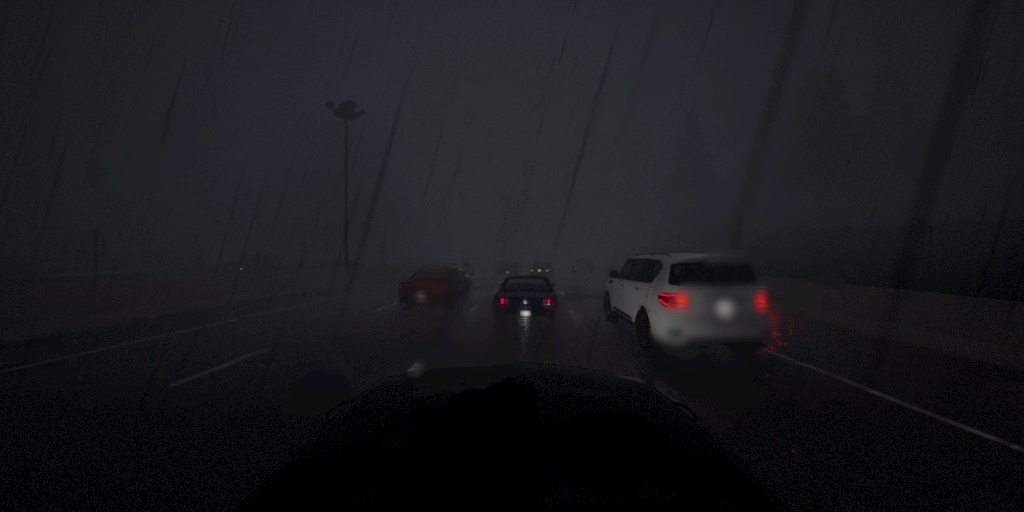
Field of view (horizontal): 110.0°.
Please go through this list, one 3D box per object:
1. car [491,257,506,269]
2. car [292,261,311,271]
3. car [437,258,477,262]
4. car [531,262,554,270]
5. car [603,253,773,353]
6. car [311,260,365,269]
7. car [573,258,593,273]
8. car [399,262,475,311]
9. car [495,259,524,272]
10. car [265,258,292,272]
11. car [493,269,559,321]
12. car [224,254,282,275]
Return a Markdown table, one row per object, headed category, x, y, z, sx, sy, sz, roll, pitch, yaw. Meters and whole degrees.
| category | x | y | z | sx | sy | sz | roll | pitch | yaw |
| --- | --- | --- | --- | --- | --- | --- | --- | --- | --- |
| car | -0.949 | 1.067 | 47.910 | 1.882 | 1.535 | 5.008 | 0 | 0 | 15 |
| car | -18.257 | 1.142 | 34.318 | 1.812 | 1.442 | 4.674 | 0 | 0 | 10 |
| car | -4.543 | 1.171 | 30.510 | 1.812 | 1.442 | 4.674 | 0 | 0 | 9 |
| car | 2.608 | 1.200 | 30.943 | 2.033 | 1.411 | 5.357 | 0 | 0 | 10 |
| car | 3.833 | 0.953 | 8.942 | 2.150 | 2.045 | 5.566 | 0 | 1 | 2 |
| car | -15.083 | 1.105 | 32.010 | 1.882 | 1.535 | 5.008 | 0 | 0 | 9 |
| car | 8.018 | 0.977 | 40.279 | 2.097 | 1.767 | 4.553 | 0 | 0 | 12 |
| car | -2.842 | 1.181 | 14.363 | 1.882 | 1.535 | 5.008 | 0 | 0 | 4 |
| car | -0.009 | 1.232 | 36.163 | 1.895 | 1.301 | 4.718 | 0 | 0 | 11 |
| car | -21.590 | 1.172 | 35.556 | 1.994 | 1.385 | 4.181 | 0 | 0 | 10 |
| car | 0.526 | 1.315 | 12.313 | 1.895 | 1.301 | 4.718 | 0 | 0 | 4 |
| car | -25.178 | 0.827 | 35.441 | 2.150 | 2.045 | 5.566 | 0 | 0 | 9 |
